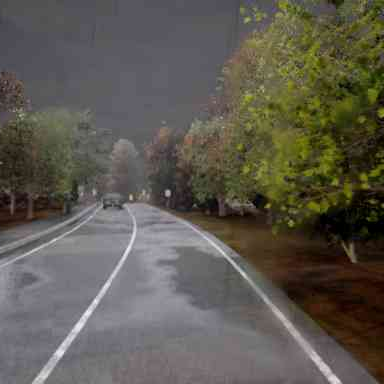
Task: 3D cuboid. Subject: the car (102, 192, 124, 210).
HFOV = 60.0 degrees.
[{"bbox_3d":[-9.549,1.072,40.239,2.150,2.045,5.566,1,0,-13],"label":"car"}]
